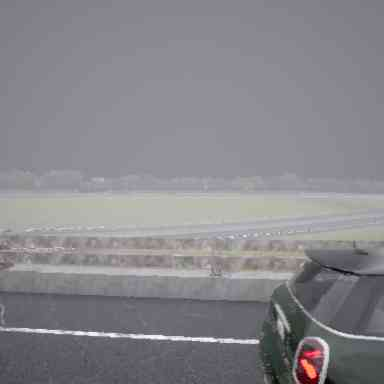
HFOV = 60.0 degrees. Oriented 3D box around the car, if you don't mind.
[{"bbox_3d":[2.993,1.351,3.117,4.553,1.767,2.097,0,0,4],"label":"car"}]
